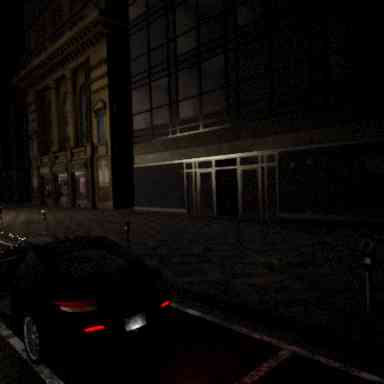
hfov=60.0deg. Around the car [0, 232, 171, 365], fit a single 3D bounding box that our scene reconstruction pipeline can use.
[{"bbox_3d":[-2.292,1.437,5.744,1.812,1.442,4.674,-3,2,-44],"label":"car"}]
